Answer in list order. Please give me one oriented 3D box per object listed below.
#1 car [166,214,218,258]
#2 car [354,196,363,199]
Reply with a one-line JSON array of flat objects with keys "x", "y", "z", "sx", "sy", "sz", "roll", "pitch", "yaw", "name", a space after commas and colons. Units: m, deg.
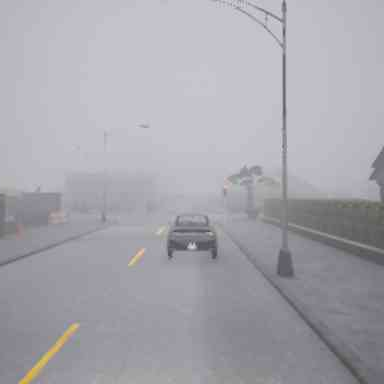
[{"x": 0.018, "y": 1.644, "z": 13.477, "sx": 2.128, "sy": 1.511, "sz": 4.902, "roll": 0, "pitch": 0, "yaw": 0, "name": "car"}, {"x": 38.006, "y": 1.812, "z": 75.231, "sx": 1.905, "sy": 1.878, "sz": 3.866, "roll": 0, "pitch": -1, "yaw": 0, "name": "car"}]
